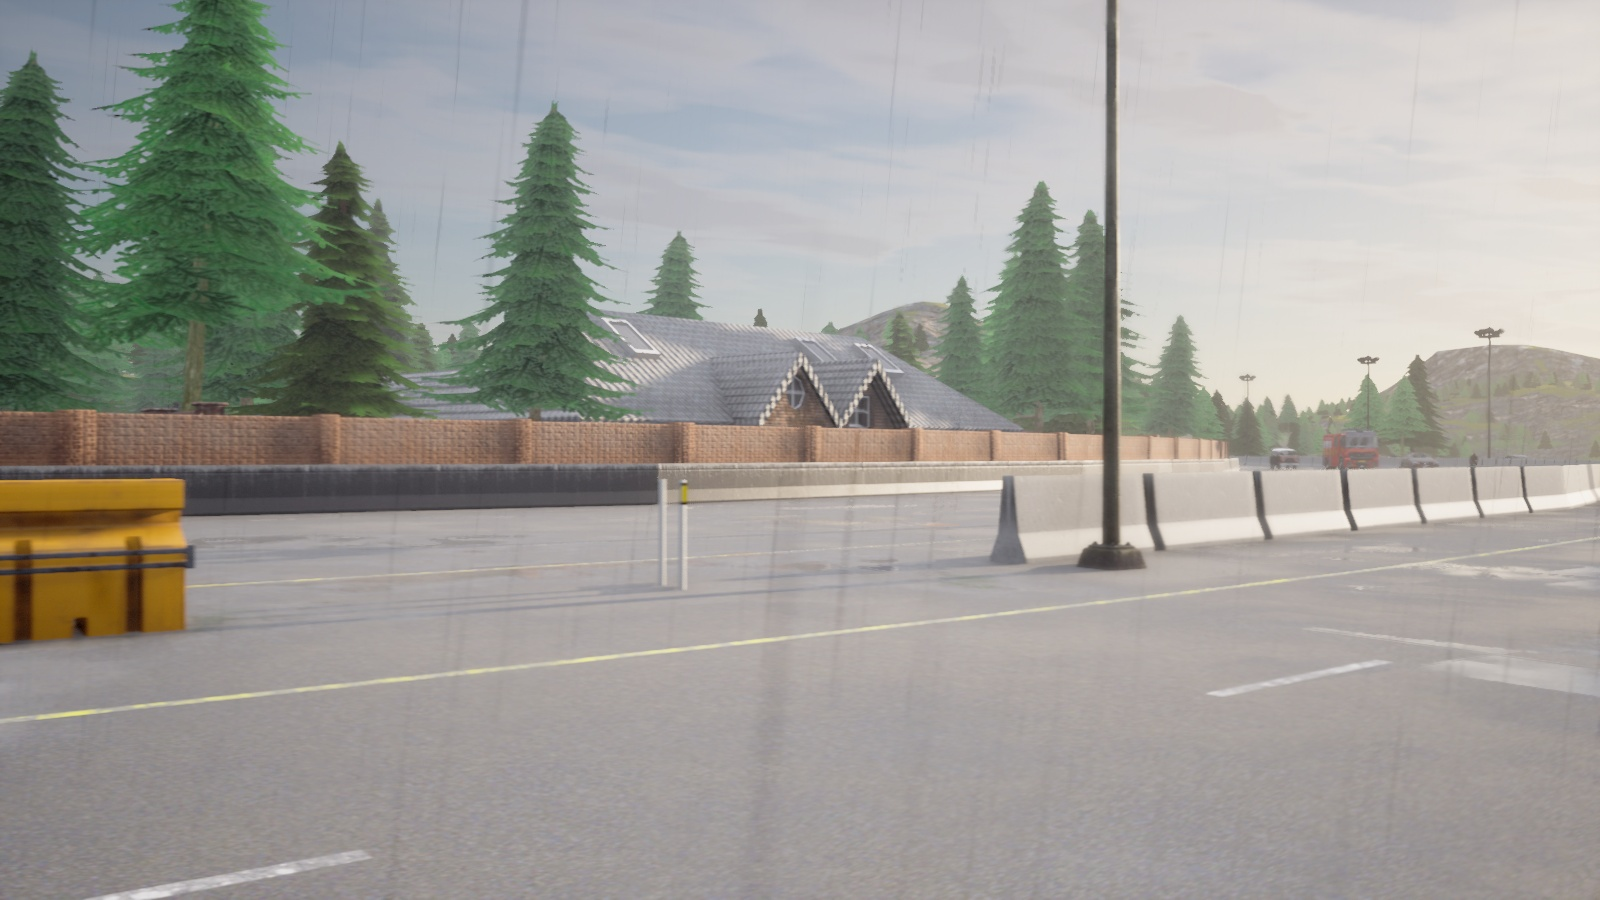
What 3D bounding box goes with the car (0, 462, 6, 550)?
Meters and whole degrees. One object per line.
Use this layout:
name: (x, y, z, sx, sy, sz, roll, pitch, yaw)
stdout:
car: (-13.779, 0.883, 19.663, 2.207, 1.376, 1.481, 0, 0, -35)
